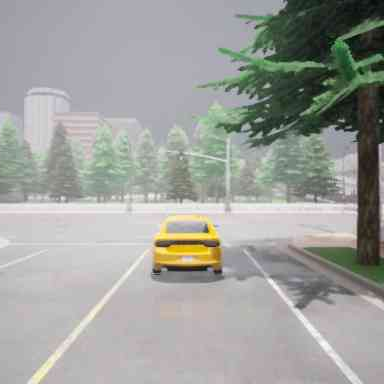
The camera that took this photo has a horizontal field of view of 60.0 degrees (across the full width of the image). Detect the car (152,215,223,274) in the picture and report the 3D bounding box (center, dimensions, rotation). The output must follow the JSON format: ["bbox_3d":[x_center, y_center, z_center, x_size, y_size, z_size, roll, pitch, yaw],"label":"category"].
[{"bbox_3d":[-0.143,1.479,10.631,1.882,1.535,5.008,0,0,-1],"label":"car"}]
